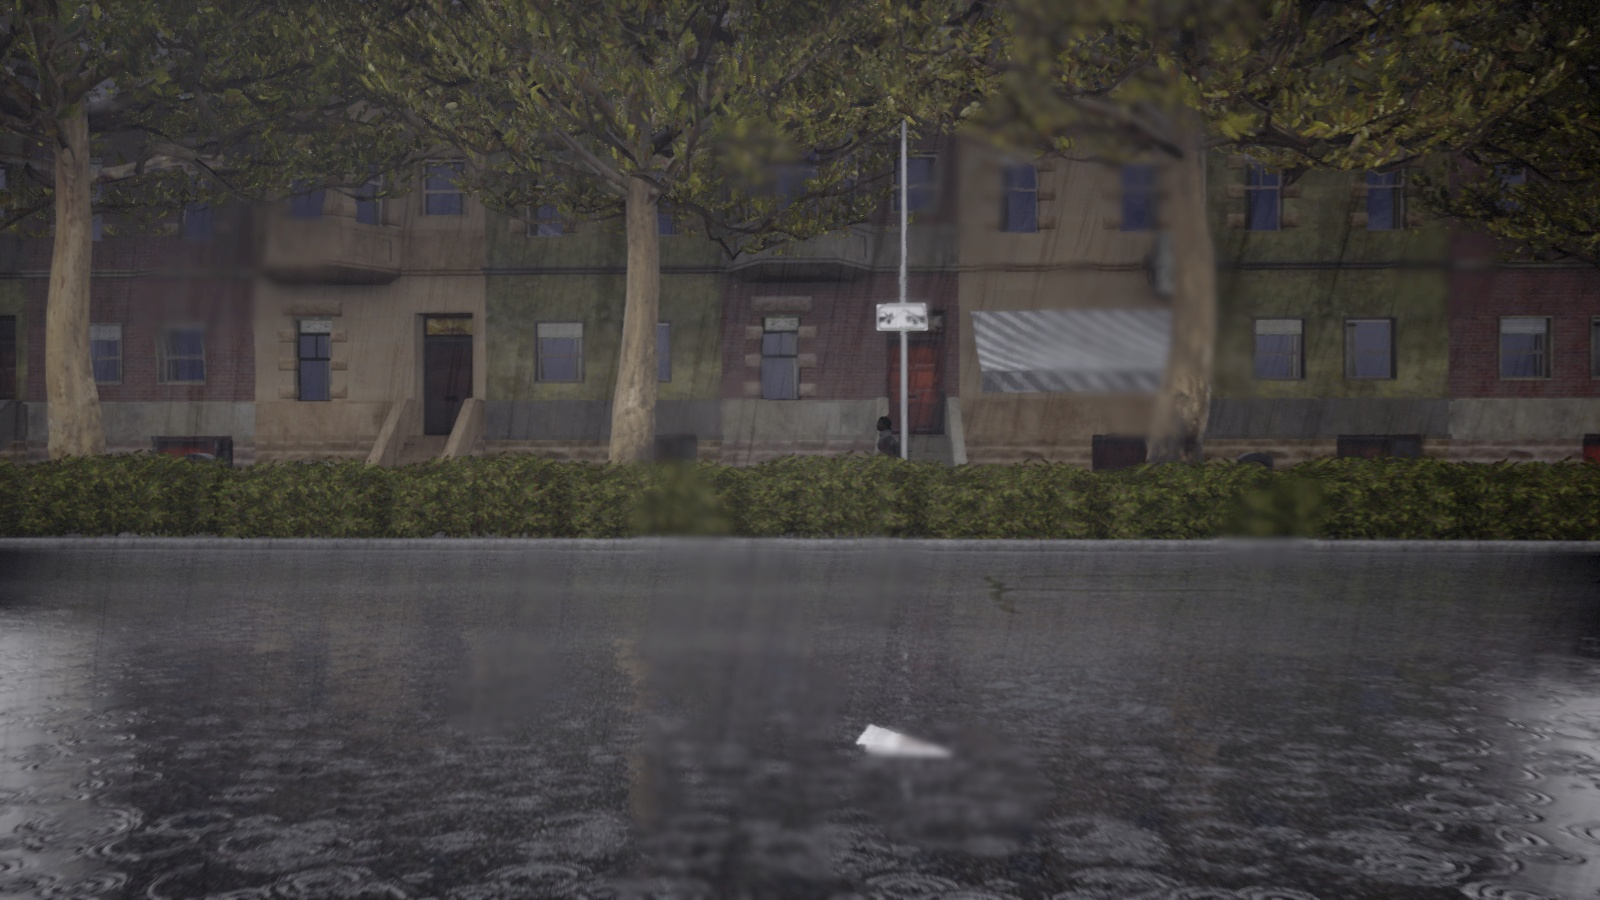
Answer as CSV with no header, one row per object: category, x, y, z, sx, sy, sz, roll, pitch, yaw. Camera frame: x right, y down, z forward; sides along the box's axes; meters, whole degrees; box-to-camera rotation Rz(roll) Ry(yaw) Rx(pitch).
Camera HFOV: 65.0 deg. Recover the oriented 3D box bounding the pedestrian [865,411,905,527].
pedestrian,1.433,0.317,21.208,0.666,1.930,0.402,0,0,2
